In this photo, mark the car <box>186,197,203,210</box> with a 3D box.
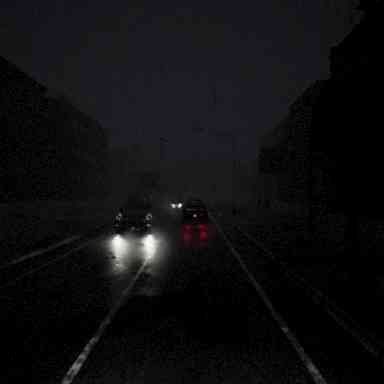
[{"bbox_3d":[0.313,1.390,42.850,2.128,1.511,4.902,0,0,0],"label":"car"}]

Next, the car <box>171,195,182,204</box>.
[{"bbox_3d":[-2.734,1.367,60.638,2.128,1.511,4.902,0,2,1],"label":"car"}]

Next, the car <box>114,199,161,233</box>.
[{"bbox_3d":[-3.005,1.285,19.180,2.097,1.767,4.553,0,0,0],"label":"car"}]

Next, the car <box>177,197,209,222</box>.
[{"bbox_3d":[0.223,1.406,25.166,2.128,1.511,4.902,0,0,0],"label":"car"}]
